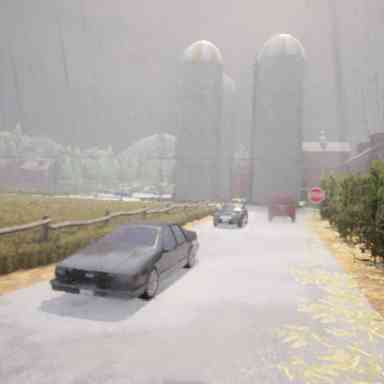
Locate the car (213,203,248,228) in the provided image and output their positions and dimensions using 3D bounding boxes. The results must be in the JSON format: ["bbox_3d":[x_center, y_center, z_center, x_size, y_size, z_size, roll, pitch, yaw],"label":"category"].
[{"bbox_3d":[2.719,1.494,22.613,2.128,1.511,4.902,2,0,16],"label":"car"}]

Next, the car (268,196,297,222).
[{"bbox_3d":[7.774,1.365,28.551,2.150,2.045,5.566,2,1,16],"label":"car"}]

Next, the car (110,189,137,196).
[{"bbox_3d":[-16.416,0.207,79.751,4.611,1.667,2.242,2,1,15],"label":"car"}]

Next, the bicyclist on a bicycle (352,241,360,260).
[{"bbox_3d":[6.202,1.532,11.011,1.656,1.620,0.582,2,0,16],"label":"bicyclist on a bicycle"}]

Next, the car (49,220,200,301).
[{"bbox_3d":[-1.203,1.480,8.645,2.033,1.411,5.357,2,0,16],"label":"car"}]
